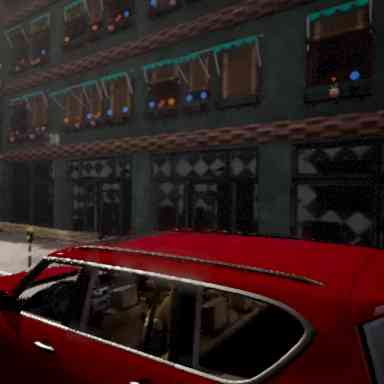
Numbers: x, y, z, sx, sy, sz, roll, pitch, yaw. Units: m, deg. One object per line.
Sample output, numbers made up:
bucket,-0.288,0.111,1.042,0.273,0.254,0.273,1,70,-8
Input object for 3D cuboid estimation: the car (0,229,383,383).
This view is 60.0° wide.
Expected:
car,-0.451,1.318,3.173,5.009,1.841,2.192,0,1,36
